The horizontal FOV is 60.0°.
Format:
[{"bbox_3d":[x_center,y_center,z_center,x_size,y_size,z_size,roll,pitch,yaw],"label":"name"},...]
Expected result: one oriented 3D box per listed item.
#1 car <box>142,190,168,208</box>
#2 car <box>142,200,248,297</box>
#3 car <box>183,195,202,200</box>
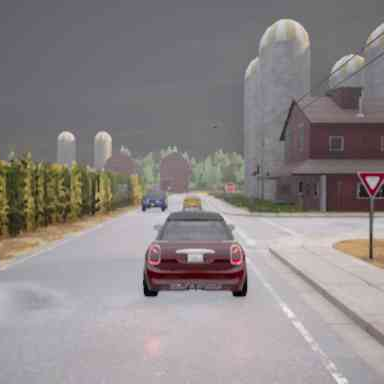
[{"bbox_3d":[-3.650,0.795,33.399,2.150,2.045,5.566,0,1,0],"label":"car"},{"bbox_3d":[0.067,1.243,8.461,2.097,1.767,4.553,0,1,0],"label":"car"},{"bbox_3d":[0.026,1.013,36.375,1.882,1.535,5.008,0,1,0],"label":"car"}]
